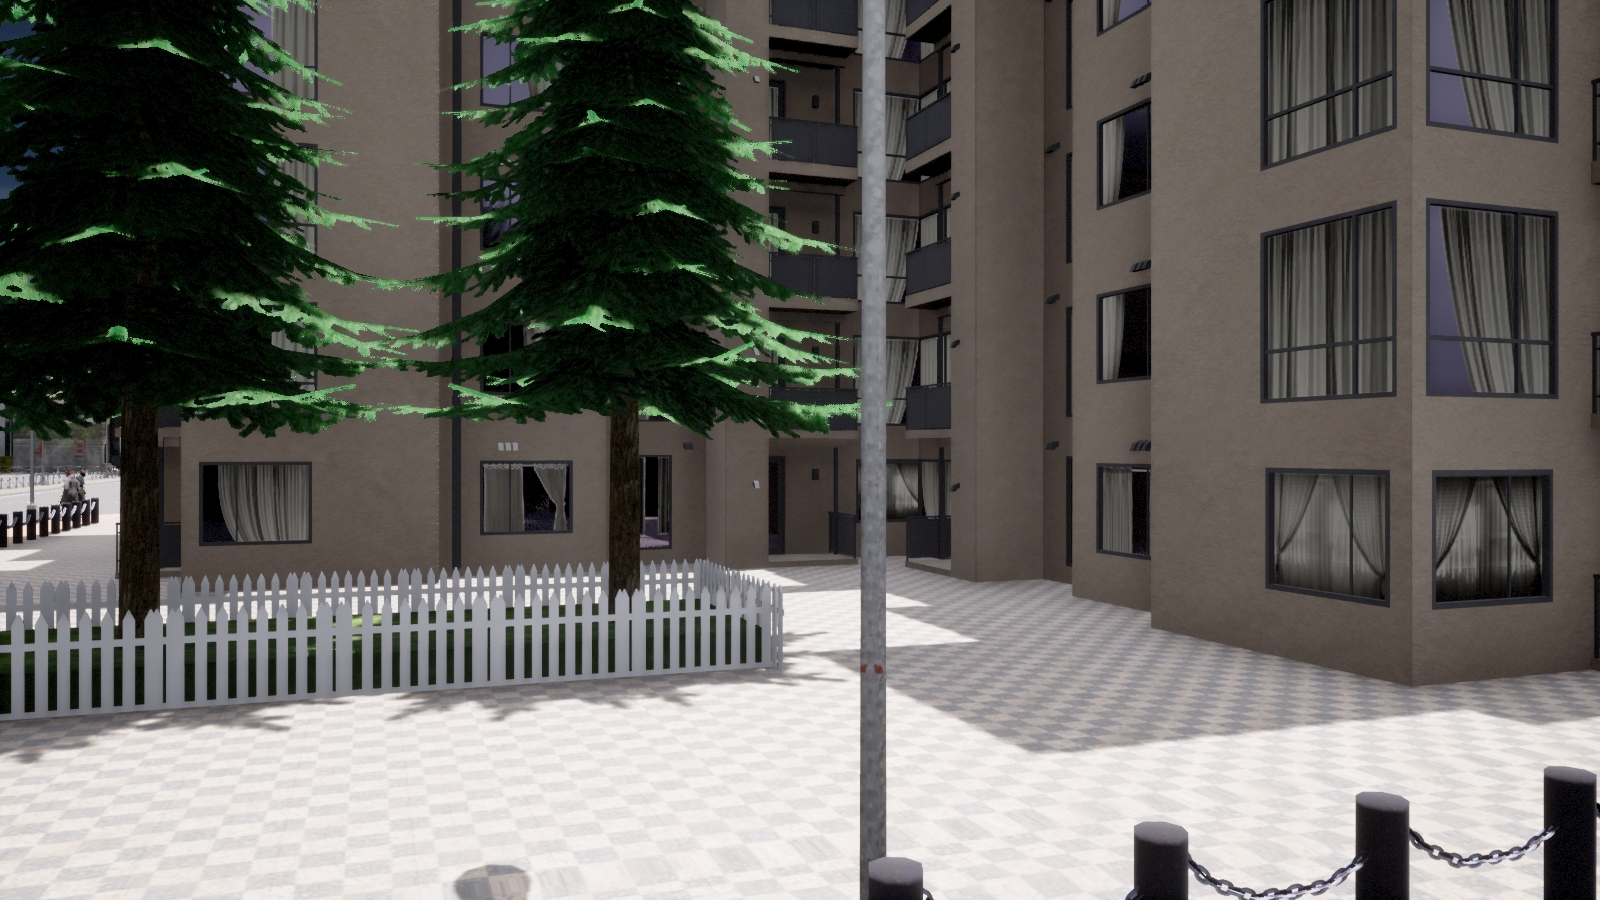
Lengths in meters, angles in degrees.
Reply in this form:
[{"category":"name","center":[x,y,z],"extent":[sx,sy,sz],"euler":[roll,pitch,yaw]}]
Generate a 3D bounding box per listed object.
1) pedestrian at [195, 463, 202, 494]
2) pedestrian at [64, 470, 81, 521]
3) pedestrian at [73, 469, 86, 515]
[{"category":"pedestrian","center":[-35.428,1.670,67.300],"extent":[0.375,1.860,0.375],"euler":[0,0,-25]},{"category":"pedestrian","center":[-26.856,1.671,42.153],"extent":[0.375,1.860,0.375],"euler":[0,0,19]},{"category":"pedestrian","center":[-28.803,1.674,45.681],"extent":[0.375,1.860,0.375],"euler":[0,0,-23]}]
